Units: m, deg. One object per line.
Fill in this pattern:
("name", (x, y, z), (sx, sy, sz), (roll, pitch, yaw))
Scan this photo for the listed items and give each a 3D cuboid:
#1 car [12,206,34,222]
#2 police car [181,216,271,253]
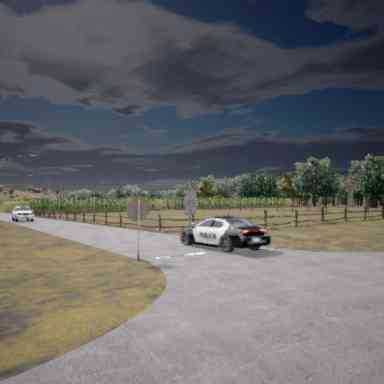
("car", (-23.631, 3.030, 46.373), (2.150, 2.045, 5.566), (1, -3, -35))
("police car", (1.301, 1.926, 15.891), (2.038, 1.542, 4.974), (1, -3, -35))
